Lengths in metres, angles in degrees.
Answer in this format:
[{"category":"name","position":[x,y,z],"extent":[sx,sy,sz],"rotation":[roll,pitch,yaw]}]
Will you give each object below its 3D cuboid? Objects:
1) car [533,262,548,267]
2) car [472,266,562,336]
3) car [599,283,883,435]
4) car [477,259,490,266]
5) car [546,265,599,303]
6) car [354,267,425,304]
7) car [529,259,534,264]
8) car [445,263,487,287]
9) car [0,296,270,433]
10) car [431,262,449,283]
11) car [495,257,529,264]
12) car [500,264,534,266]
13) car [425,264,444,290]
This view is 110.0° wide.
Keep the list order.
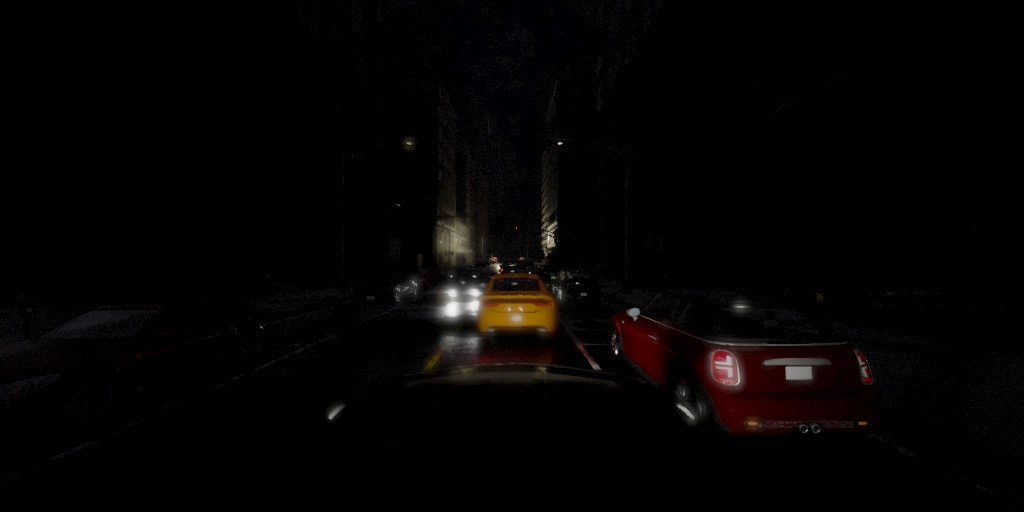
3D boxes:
[{"category":"car","position":[2.901,1.318,27.515],"extent":[1.948,1.339,4.313],"rotation":[0,0,0]},{"category":"car","position":[0.112,1.228,10.397],"extent":[1.882,1.535,5.008],"rotation":[0,0,0]},{"category":"car","position":[2.863,1.190,5.510],"extent":[1.967,1.591,4.097],"rotation":[0,0,0]},{"category":"car","position":[-5.525,1.374,64.632],"extent":[1.802,1.307,4.207],"rotation":[0,0,0]},{"category":"car","position":[2.882,1.301,16.513],"extent":[2.007,1.370,4.403],"rotation":[0,0,0]},{"category":"car","position":[-5.643,1.316,16.527],"extent":[1.948,1.339,4.313],"rotation":[0,0,0]},{"category":"car","position":[3.000,1.232,64.604],"extent":[1.967,1.591,4.097],"rotation":[0,0,0]},{"category":"car","position":[-3.000,1.353,24.326],"extent":[1.895,1.301,4.718],"rotation":[0,0,1]},{"category":"car","position":[-5.662,1.332,5.525],"extent":[1.802,1.307,4.207],"rotation":[0,0,0]},{"category":"car","position":[-5.624,1.192,27.530],"extent":[1.967,1.591,4.097],"rotation":[0,0,0]},{"category":"car","position":[0.075,1.105,28.118],"extent":[2.097,1.767,4.553],"rotation":[0,0,1]},{"category":"car","position":[0.131,1.315,19.385],"extent":[1.994,1.385,4.181],"rotation":[0,0,0]},{"category":"car","position":[-5.634,1.333,22.029],"extent":[1.802,1.307,4.207],"rotation":[0,0,0]}]
